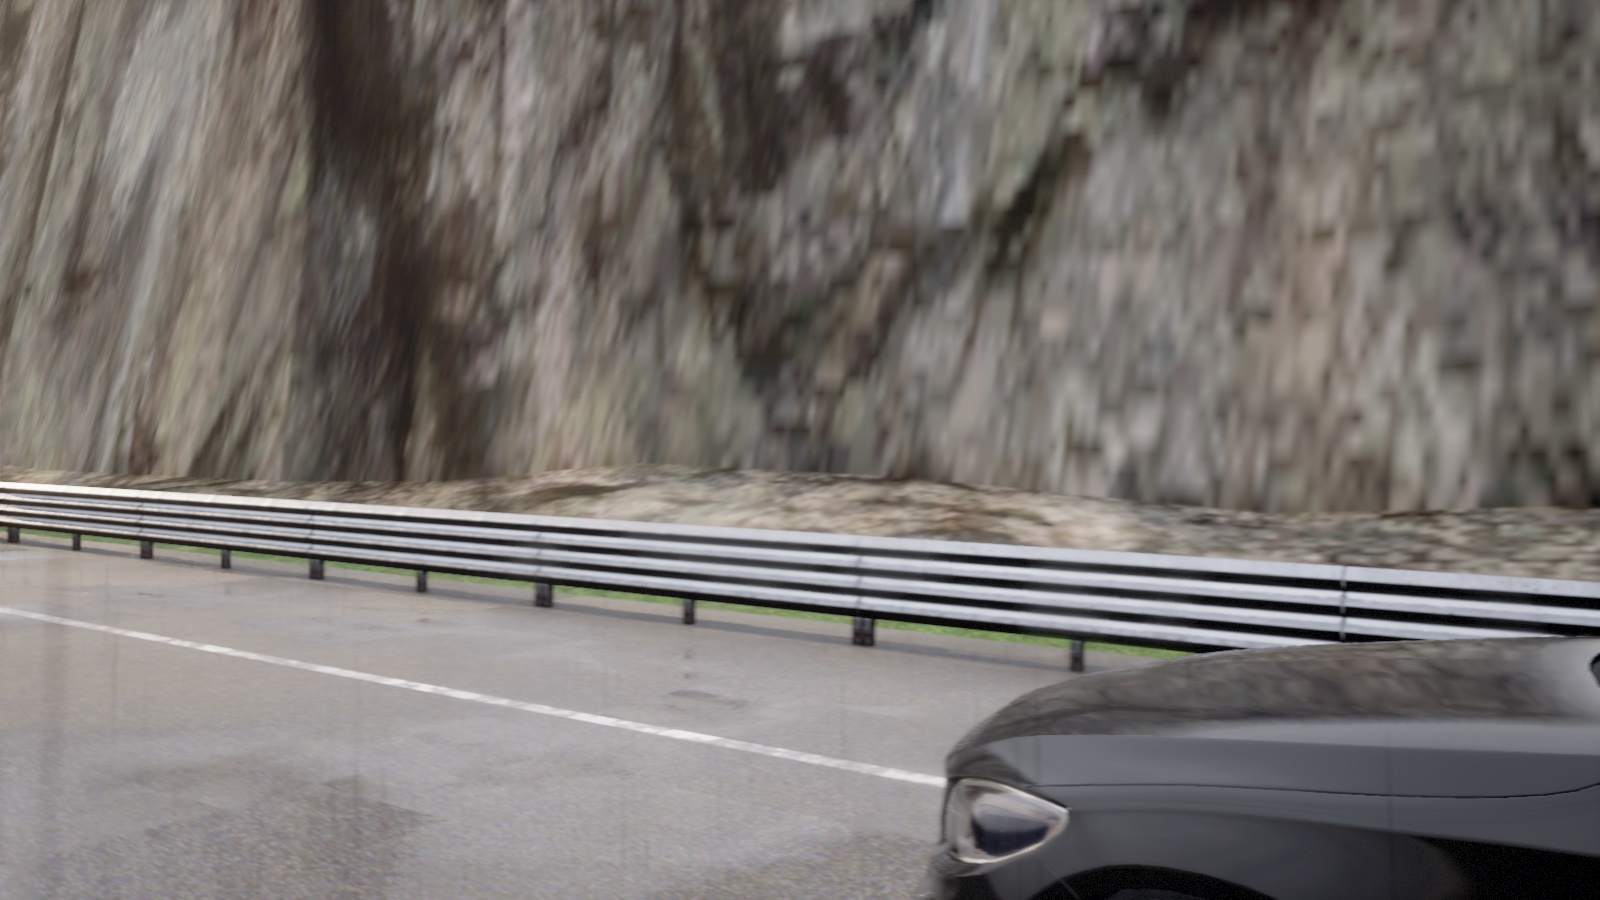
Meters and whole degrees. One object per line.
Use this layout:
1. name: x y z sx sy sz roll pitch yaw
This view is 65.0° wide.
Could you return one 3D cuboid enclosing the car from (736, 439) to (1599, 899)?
1. car: 2.321 0.708 2.080 4.674 1.442 1.812 0 1 34
